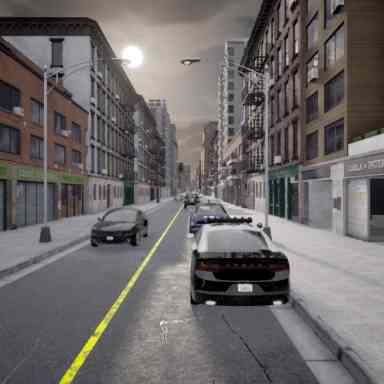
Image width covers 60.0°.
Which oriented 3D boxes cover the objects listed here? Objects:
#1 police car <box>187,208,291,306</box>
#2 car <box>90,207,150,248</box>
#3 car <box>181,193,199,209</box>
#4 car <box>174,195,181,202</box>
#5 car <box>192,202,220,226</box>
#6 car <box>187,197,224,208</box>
[{"bbox_3d":[0.905,1.424,8.233,1.930,1.638,5.238,0,0,0],"label":"police car"},{"bbox_3d":[-3.091,1.475,15.060,1.882,1.535,5.008,0,0,0],"label":"car"},{"bbox_3d":[0.034,1.196,45.215,2.150,2.045,5.566,0,0,0],"label":"car"},{"bbox_3d":[-2.951,1.410,72.564,2.128,1.511,4.902,0,0,0],"label":"car"},{"bbox_3d":[0.916,1.520,24.123,1.812,1.442,4.674,0,0,0],"label":"car"},{"bbox_3d":[0.911,1.348,18.094,2.097,1.767,4.553,0,0,0],"label":"car"}]
